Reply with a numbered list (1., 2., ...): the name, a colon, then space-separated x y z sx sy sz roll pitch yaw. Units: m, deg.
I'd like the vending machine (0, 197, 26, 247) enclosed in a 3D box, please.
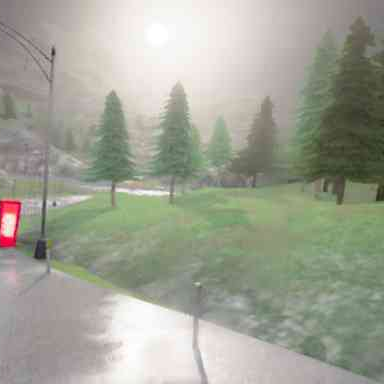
1. vending machine: -8.289 1.343 14.950 1.100 2.100 0.880 8 1 -36
